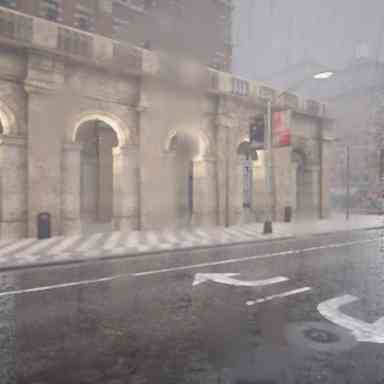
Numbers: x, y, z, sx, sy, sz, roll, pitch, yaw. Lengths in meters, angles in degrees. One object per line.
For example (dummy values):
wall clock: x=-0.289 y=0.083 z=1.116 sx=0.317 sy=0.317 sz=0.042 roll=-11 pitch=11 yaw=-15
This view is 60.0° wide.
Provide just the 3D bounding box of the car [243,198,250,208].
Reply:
car: x=9.326 y=2.004 z=51.915 sx=1.895 sy=1.301 sz=4.718 roll=1 pitch=0 yaw=-36

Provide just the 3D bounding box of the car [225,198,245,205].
car: x=9.828 y=2.061 z=76.451 sx=1.837 sy=1.490 sz=4.892 roll=1 pitch=0 yaw=-36

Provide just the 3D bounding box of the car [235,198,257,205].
car: x=12.667 y=2.124 z=78.496 sx=2.128 sy=1.511 sz=4.902 roll=1 pitch=0 yaw=-36

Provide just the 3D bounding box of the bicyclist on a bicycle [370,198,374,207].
bicyclist on a bicycle: x=33.939 y=1.994 z=62.459 sx=1.656 sy=1.620 sz=0.582 roll=0 pitch=0 yaw=-36
